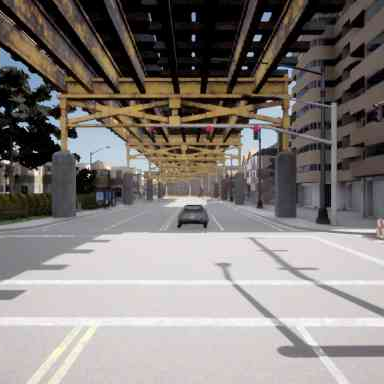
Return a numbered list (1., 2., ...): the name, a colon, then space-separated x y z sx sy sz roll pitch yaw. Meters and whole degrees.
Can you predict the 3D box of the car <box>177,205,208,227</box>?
1. car: 0.064 1.564 22.976 1.994 1.385 4.181 0 0 1
